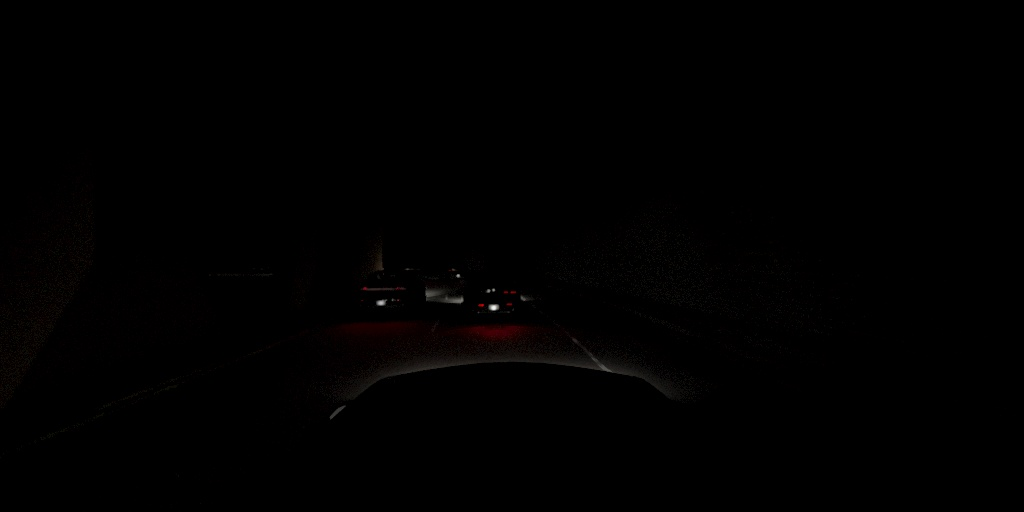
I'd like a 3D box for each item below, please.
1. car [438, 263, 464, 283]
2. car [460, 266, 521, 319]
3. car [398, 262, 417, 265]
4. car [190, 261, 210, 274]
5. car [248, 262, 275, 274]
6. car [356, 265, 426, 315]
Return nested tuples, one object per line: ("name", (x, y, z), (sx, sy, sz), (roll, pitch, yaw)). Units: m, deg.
("car", (-5.112, 1.298, 30.576), (1.837, 1.490, 4.892), (0, 0, -21))
("car", (-0.837, 1.268, 12.995), (1.837, 1.490, 4.892), (0, 0, -7))
("car", (-9.168, 1.298, 31.224), (2.128, 1.511, 4.902), (0, 0, -24))
("car", (-38.934, 1.403, 43.285), (4.902, 1.511, 2.128), (0, 0, 17))
("car", (-30.038, 1.408, 43.484), (4.674, 1.442, 1.812), (0, 0, 27))
("car", (-4.443, 1.267, 13.693), (2.128, 1.511, 4.902), (0, 0, -7))
